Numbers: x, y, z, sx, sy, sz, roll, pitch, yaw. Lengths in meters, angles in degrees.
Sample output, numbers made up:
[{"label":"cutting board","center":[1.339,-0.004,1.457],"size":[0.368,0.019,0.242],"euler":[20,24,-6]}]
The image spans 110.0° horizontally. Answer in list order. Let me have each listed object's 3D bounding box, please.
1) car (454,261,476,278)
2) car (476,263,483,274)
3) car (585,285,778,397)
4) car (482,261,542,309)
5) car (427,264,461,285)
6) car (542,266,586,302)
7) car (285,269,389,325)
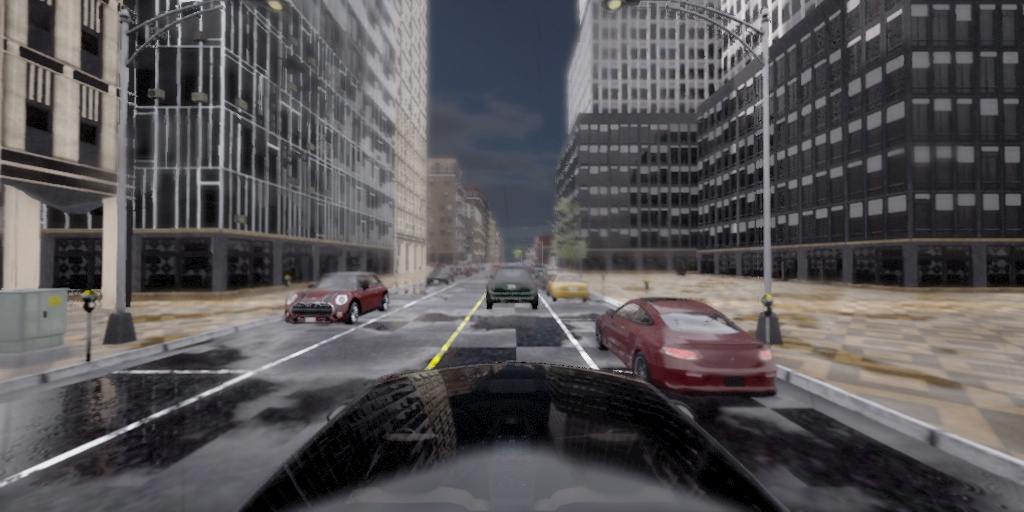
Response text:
[{"label":"car","center":[-5.666,1.443,40.542],"size":[2.192,1.841,5.009],"euler":[0,0,0]},{"label":"car","center":[-5.659,1.790,51.920],"size":[1.888,1.381,4.507],"euler":[0,0,0]},{"label":"car","center":[2.676,1.376,6.379],"size":[1.802,1.307,4.207],"euler":[0,0,0]},{"label":"car","center":[0.012,1.236,15.936],"size":[2.097,1.767,4.553],"euler":[0,-1,0]},{"label":"car","center":[-5.673,1.580,29.164],"size":[1.948,1.339,4.313],"euler":[0,0,0]},{"label":"car","center":[2.674,1.428,17.926],"size":[1.751,1.417,4.829],"euler":[0,0,0]},{"label":"car","center":[-5.683,1.288,12.099],"size":[1.967,1.591,4.097],"euler":[0,0,0]}]
